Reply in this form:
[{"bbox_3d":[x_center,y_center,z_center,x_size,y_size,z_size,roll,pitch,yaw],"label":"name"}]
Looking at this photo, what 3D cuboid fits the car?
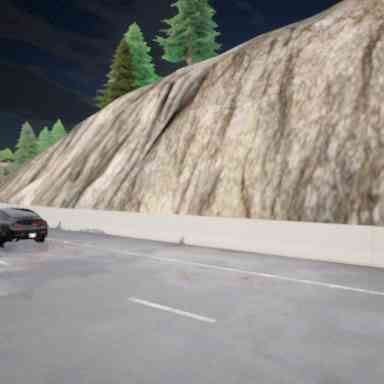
[{"bbox_3d":[-8.137,1.429,14.550,4.892,1.490,1.837,0,0,39],"label":"car"}]
